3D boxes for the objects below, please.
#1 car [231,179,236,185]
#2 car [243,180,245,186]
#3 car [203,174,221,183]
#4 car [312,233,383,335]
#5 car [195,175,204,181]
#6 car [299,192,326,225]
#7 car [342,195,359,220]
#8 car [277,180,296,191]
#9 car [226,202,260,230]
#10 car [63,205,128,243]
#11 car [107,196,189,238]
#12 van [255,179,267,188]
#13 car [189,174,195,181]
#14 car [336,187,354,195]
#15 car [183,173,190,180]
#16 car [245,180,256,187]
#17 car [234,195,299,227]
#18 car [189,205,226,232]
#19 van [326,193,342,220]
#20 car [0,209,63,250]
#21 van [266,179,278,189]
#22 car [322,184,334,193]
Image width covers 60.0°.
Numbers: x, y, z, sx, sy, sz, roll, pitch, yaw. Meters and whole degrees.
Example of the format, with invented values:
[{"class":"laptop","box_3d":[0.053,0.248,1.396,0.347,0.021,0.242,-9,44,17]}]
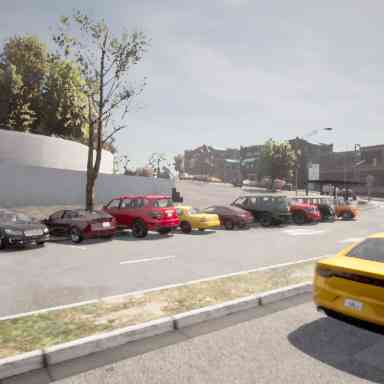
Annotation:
[{"class":"car","box_3d":[10.906,-2.316,78.907,2.002,1.452,4.674,7,3,35]},{"class":"car","box_3d":[12.647,-2.043,76.443,2.002,1.452,4.674,7,4,35]},{"class":"car","box_3d":[5.805,-3.175,86.420,1.946,1.575,5.366,7,3,34]},{"class":"car","box_3d":[4.341,1.485,6.221,5.008,1.535,1.882,0,0,-35]},{"class":"car","box_3d":[3.955,-3.698,88.680,2.435,2.045,5.566,7,3,34]},{"class":"car","box_3d":[6.574,1.268,24.791,5.566,2.045,2.435,-1,-1,35]},{"class":"car","box_3d":[11.524,1.404,28.208,4.553,1.767,2.185,-1,-1,35]},{"class":"car","box_3d":[19.536,-0.991,66.554,2.231,1.521,4.892,7,3,35]},{"class":"car","box_3d":[1.632,1.549,21.331,4.674,1.452,2.002,-1,-1,35]},{"class":"car","box_3d":[-5.742,1.524,16.135,4.792,1.488,2.163,-1,-1,35]},{"class":"car","box_3d":[-3.297,1.248,17.879,5.566,2.045,2.435,-1,-1,35]},{"class":"van","box_3d":[16.050,-1.763,71.390,1.878,1.987,4.442,7,4,35]},{"class":"car","box_3d":[2.162,-3.849,91.147,2.185,1.767,4.553,6,3,34]},{"class":"car","box_3d":[26.431,0.137,56.692,2.002,1.452,4.674,7,3,35]},{"class":"car","box_3d":[0.434,-4.084,93.618,2.185,1.767,4.553,4,1,33]},{"class":"car","box_3d":[14.477,-1.811,74.122,1.946,1.575,5.366,7,3,35]},{"class":"car","box_3d":[4.060,1.263,23.087,5.566,2.045,2.435,-1,-1,35]},{"class":"car","box_3d":[-0.976,1.503,19.705,5.366,1.575,1.946,-1,-1,35]},{"class":"van","box_3d":[9.114,1.297,26.459,4.442,1.987,1.878,-1,-1,35]},{"class":"car","box_3d":[-8.163,1.494,14.390,4.892,1.521,2.231,-1,-1,35]},{"class":"van","box_3d":[17.777,-1.490,68.917,1.878,1.987,4.442,7,4,35]},{"class":"car","box_3d":[24.742,-0.425,59.165,2.435,2.045,5.566,7,3,35]}]
